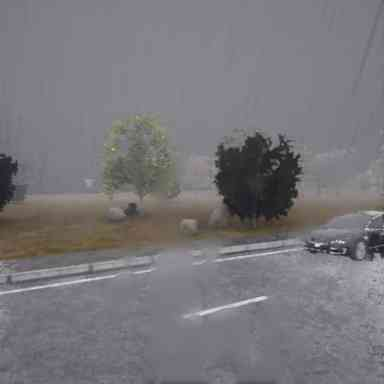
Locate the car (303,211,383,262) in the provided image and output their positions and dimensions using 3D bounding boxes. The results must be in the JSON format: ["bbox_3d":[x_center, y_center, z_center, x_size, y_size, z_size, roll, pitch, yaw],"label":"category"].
[{"bbox_3d":[6.154,1.477,12.094,4.892,1.490,1.837,0,0,-31],"label":"car"}]
